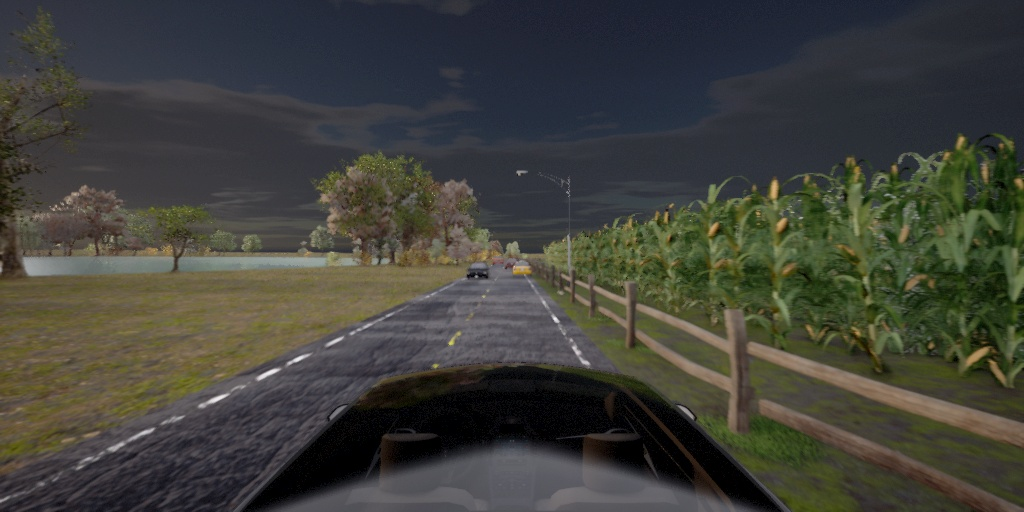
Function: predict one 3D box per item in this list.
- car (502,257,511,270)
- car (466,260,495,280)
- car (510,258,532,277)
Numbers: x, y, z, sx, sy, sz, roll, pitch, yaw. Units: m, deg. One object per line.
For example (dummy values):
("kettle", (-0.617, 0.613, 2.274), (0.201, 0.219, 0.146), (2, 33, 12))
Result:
("car", (-0.009, 1.090, 53.494), (2.097, 1.767, 4.553), (0, 0, 0))
("car", (-2.852, 1.287, 31.450), (2.033, 1.411, 5.357), (0, 0, 0))
("car", (0.955, 1.196, 34.925), (1.801, 1.575, 5.366), (0, 0, 0))
